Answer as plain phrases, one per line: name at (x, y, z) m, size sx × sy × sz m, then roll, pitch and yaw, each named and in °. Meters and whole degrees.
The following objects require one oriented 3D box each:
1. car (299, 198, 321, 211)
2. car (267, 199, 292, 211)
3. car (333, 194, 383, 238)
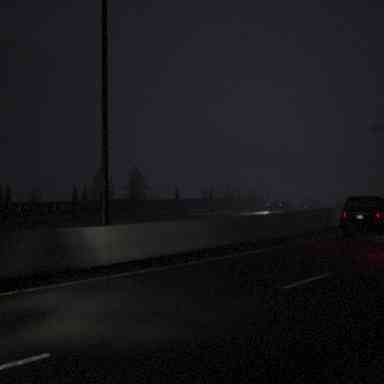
car at (14.388, 1.478, 40.442) m, size 2.128 × 1.511 × 4.902 m, roll 0°, pitch 0°, yaw 31°
car at (10.923, 1.591, 41.415) m, size 1.895 × 1.301 × 4.718 m, roll 0°, pitch 0°, yaw 32°
car at (9.416, 1.211, 16.800) m, size 2.150 × 2.045 × 5.566 m, roll 0°, pitch 0°, yaw 45°
